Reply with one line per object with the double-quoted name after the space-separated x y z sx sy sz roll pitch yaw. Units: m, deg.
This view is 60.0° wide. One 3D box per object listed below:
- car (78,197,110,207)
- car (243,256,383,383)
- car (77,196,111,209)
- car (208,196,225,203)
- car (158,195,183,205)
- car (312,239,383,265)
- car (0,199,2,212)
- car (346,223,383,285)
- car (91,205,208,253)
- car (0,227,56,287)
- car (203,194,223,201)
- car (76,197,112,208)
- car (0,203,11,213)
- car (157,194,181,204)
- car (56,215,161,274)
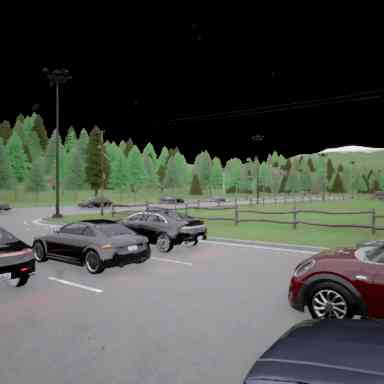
-15.680 1.505 53.488 1.837 1.490 4.892 0 0 37 "car"
2.934 1.547 1.868 5.357 1.411 2.033 0 0 36 "car"
-13.214 1.352 45.035 2.097 1.767 4.553 0 0 36 "car"
5.270 1.520 69.916 1.812 1.442 4.674 0 0 36 "car"
-3.606 1.477 58.044 1.882 1.535 5.008 0 0 37 "car"
3.973 1.352 5.432 4.553 1.767 2.097 0 0 36 "car"
-23.528 1.525 36.174 1.812 1.442 4.674 0 0 32 "car"
6.433 1.601 7.977 4.718 1.301 1.895 0 0 36 "car"
-1.657 1.491 13.773 4.902 1.511 2.128 0 0 36 "car"
-5.731 1.491 8.080 4.902 1.511 2.128 0 0 36 "car"
4.776 1.154 75.139 2.033 1.411 5.357 0 0 36 "car"
-14.451 1.491 49.260 2.128 1.511 4.902 0 0 36 "car"
-21.183 1.547 33.346 2.033 1.411 5.357 0 0 32 "car"
-4.294 1.351 62.968 2.097 1.767 4.553 0 0 37 "car"
-3.301 1.564 10.640 4.181 1.385 1.994 0 0 36 "car"
